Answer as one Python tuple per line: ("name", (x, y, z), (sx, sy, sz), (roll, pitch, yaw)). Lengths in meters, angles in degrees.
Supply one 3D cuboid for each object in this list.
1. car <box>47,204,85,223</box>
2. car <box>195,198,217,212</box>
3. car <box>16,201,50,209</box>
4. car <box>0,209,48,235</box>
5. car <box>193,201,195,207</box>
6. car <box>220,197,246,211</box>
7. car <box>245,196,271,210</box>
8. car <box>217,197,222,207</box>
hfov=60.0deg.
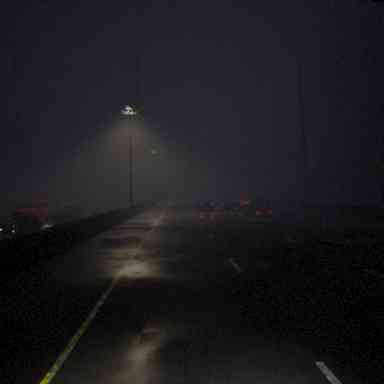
("car", (-11.946, 2.062, 32.376), (1.882, 1.535, 5.008), (-2, 0, -2))
("car", (1.708, 1.723, 42.791), (1.812, 1.442, 4.674), (-2, 0, -2))
("car", (-15.449, 1.904, 32.208), (2.150, 2.045, 5.566), (-2, 0, -2))
("car", (-11.502, 2.098, 21.939), (1.994, 1.385, 4.181), (-2, 0, -2))
("car", (1.281, 1.719, 52.785), (2.033, 1.411, 5.357), (-2, 0, -2))
("car", (5.204, 1.700, 42.970), (1.895, 1.301, 4.718), (-2, 0, -2))
("car", (8.695, 1.353, 43.054), (2.097, 1.767, 4.553), (-2, 0, -2))
("car", (4.775, 1.578, 52.933), (1.837, 1.490, 4.892), (-2, 0, -2))
